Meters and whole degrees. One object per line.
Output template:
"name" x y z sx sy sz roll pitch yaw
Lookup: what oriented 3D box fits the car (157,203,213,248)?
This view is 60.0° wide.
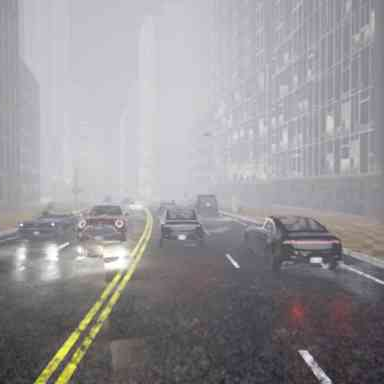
"car" -0.539 1.487 14.881 2.128 1.511 4.902 0 0 -4

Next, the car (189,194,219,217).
"car" 1.013 1.188 31.211 2.150 2.045 5.566 0 0 -8

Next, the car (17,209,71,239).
"car" -7.459 1.613 17.762 1.895 1.301 4.718 0 0 -5

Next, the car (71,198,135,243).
"car" -4.092 1.355 16.221 2.097 1.767 4.553 0 0 -5

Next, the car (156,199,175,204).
"car" -2.449 1.469 32.342 2.128 1.511 4.902 0 0 -8

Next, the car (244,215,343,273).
"car" 2.978 1.481 10.712 2.128 1.511 4.902 0 0 -3

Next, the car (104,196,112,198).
"car" -14.782 1.485 58.475 1.837 1.490 4.892 0 0 -15
